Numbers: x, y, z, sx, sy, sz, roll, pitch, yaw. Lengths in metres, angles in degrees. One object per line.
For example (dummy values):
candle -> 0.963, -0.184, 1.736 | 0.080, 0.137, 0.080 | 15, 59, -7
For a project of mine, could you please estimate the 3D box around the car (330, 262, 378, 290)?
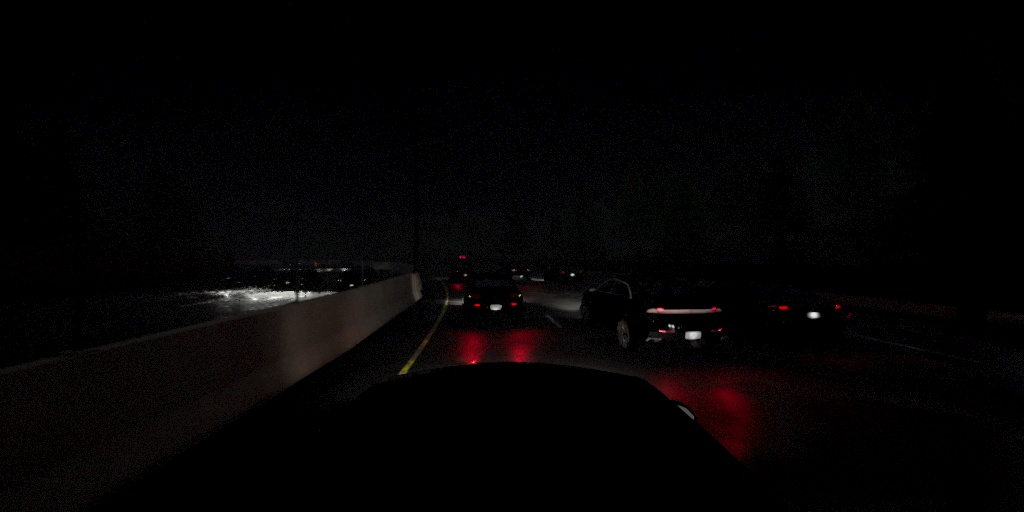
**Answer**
car -> -9.881, 1.309, 23.298 | 2.033, 1.411, 5.357 | 0, 0, -14

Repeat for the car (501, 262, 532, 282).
car -> 0.077, 1.214, 27.197 | 2.128, 1.511, 4.902 | 0, 0, -14

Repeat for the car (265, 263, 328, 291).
car -> -13.348, 1.339, 22.484 | 1.994, 1.385, 4.181 | 0, 0, -14

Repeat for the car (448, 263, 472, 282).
car -> -4.154, 1.261, 29.370 | 1.812, 1.442, 4.674 | 0, 0, -16

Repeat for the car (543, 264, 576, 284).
car -> 3.759, 1.273, 26.873 | 1.994, 1.385, 4.181 | 0, 0, -13

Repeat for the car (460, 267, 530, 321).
car -> -0.721, 1.267, 12.317 | 1.812, 1.442, 4.674 | 0, 0, -7

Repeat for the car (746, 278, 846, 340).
car -> 6.539, 1.282, 9.948 | 1.994, 1.385, 4.181 | 0, 0, -4

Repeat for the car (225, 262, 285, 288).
car -> -17.416, 1.314, 24.281 | 1.812, 1.442, 4.674 | 0, 0, -16

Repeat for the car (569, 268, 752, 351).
car -> 3.117, 1.223, 8.936 | 2.128, 1.511, 4.902 | 0, 0, -4
